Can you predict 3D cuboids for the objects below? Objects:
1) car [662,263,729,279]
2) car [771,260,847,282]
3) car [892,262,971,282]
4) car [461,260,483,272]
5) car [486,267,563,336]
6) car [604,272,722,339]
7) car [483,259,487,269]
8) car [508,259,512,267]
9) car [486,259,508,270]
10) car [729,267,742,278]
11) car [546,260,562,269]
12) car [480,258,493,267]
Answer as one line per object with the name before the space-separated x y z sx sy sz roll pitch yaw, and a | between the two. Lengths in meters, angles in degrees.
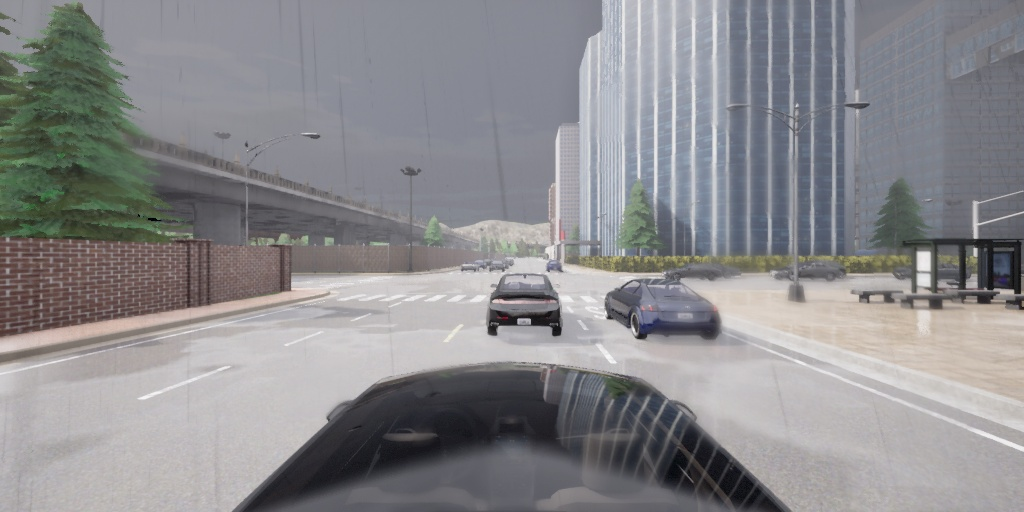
car | 14.954 1.331 29.875 4.674 1.442 1.812 0 0 3
car | 24.074 1.297 29.507 4.902 1.511 2.128 0 0 2
car | 33.956 1.310 29.078 4.892 1.490 1.837 0 0 3
car | -5.361 1.351 46.316 1.895 1.301 4.718 0 0 2
car | 0.372 1.242 10.372 2.128 1.511 4.902 0 0 2
car | 3.934 1.314 10.053 1.994 1.385 4.181 0 0 1
car | -4.987 1.276 55.470 1.812 1.442 4.674 0 0 2
car | -1.461 1.297 56.109 2.033 1.411 5.357 0 0 2
car | -1.848 1.276 46.525 1.812 1.442 4.674 0 0 2
car | 18.170 1.353 33.257 5.357 1.411 2.033 0 0 2
car | 5.328 1.275 45.658 1.812 1.442 4.674 0 0 2
car | -4.561 1.227 65.244 1.882 1.535 5.008 0 0 3
